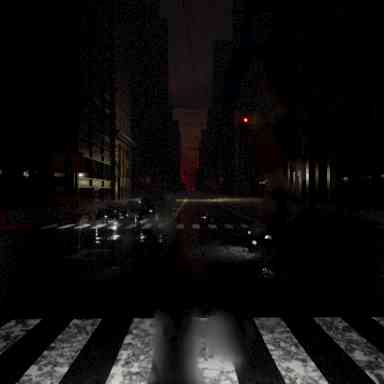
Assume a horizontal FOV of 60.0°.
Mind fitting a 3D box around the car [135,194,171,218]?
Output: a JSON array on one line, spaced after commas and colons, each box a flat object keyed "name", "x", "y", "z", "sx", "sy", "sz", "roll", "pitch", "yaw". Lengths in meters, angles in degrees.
[{"name": "car", "x": -3.364, "y": 1.203, "z": 29.983, "sx": 2.150, "sy": 2.045, "sz": 5.566, "roll": 0, "pitch": 0, "yaw": 0}]

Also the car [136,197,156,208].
[{"name": "car", "x": -6.616, "y": 1.454, "z": 48.294, "sx": 2.128, "sy": 1.511, "sz": 4.902, "roll": 0, "pitch": 0, "yaw": 0}]

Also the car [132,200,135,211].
[{"name": "car", "x": -6.618, "y": 1.575, "z": 37.052, "sx": 1.895, "sy": 1.301, "sz": 4.718, "roll": 0, "pitch": 0, "yaw": 0}]

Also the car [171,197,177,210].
[{"name": "car", "x": -3.367, "y": 1.463, "z": 40.077, "sx": 2.128, "sy": 1.511, "sz": 4.902, "roll": 0, "pitch": 0, "yaw": 0}]

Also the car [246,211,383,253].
[{"name": "car", "x": 4.874, "y": 1.457, "z": 13.125, "sx": 5.357, "sy": 1.411, "sz": 2.033, "roll": -1, "pitch": 0, "yaw": -16}]

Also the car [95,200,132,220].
[{"name": "car", "x": -6.632, "y": 1.584, "z": 27.936, "sx": 1.895, "sy": 1.301, "sz": 4.718, "roll": 0, "pitch": 0, "yaw": 1}]

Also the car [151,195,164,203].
[{"name": "car", "x": -6.532, "y": 1.279, "z": 63.799, "sx": 2.033, "sy": 1.411, "sz": 5.357, "roll": 0, "pitch": 0, "yaw": 0}]

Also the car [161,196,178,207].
[{"name": "car", "x": -3.358, "y": 1.450, "z": 50.499, "sx": 2.128, "sy": 1.511, "sz": 4.902, "roll": 0, "pitch": 0, "yaw": 0}]
